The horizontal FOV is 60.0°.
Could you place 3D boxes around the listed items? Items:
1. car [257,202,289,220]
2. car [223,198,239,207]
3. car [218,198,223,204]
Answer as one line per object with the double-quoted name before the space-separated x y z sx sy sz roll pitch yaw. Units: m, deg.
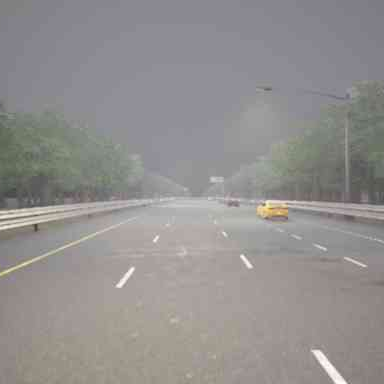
"car" 7.060 1.577 29.431 1.882 1.535 5.008 0 0 0
"car" 7.216 1.907 59.608 1.882 1.535 5.008 0 -1 0
"car" 7.390 2.259 81.196 2.033 1.411 5.357 0 -1 1
